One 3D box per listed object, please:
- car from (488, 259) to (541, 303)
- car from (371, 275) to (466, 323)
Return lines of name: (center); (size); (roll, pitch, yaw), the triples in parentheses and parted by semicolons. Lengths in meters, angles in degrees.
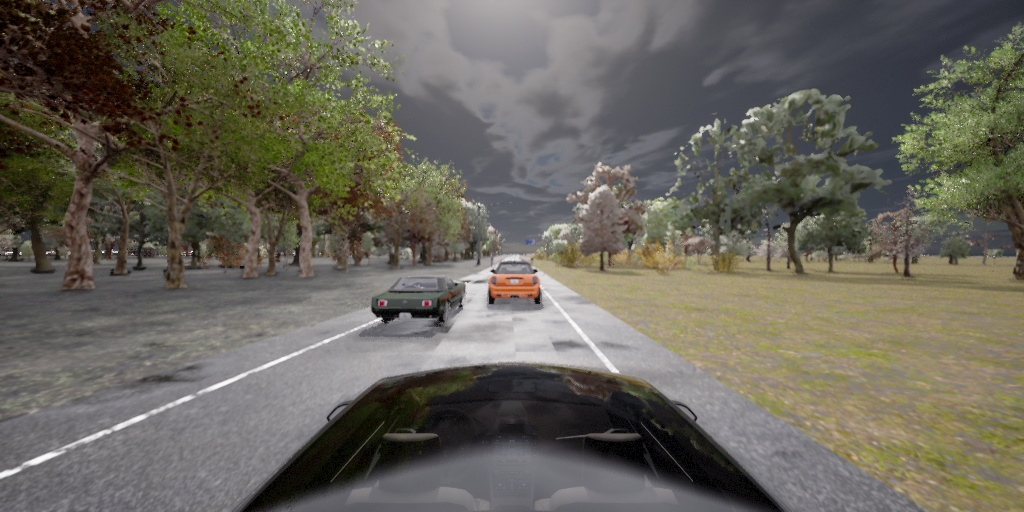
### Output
car: (0.100, 1.000, 16.020); (2.097, 1.767, 4.553); (0, 0, 0)
car: (-2.749, 1.279, 11.775); (1.895, 1.301, 4.718); (0, 0, 2)
